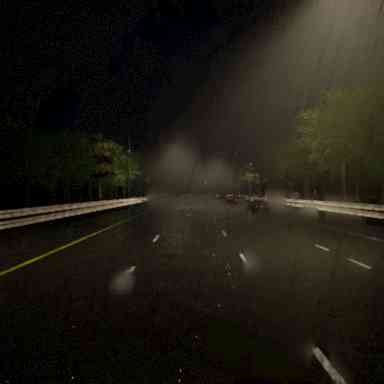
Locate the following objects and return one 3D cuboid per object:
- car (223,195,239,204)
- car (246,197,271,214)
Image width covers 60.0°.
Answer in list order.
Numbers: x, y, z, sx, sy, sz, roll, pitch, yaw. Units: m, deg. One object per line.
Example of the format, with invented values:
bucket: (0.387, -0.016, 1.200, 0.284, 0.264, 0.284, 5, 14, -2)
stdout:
car: (7.058, 1.563, 62.707, 2.033, 1.411, 5.357, 0, 0, 0)
car: (7.032, 1.558, 35.591, 2.033, 1.411, 5.357, 0, 0, 0)
